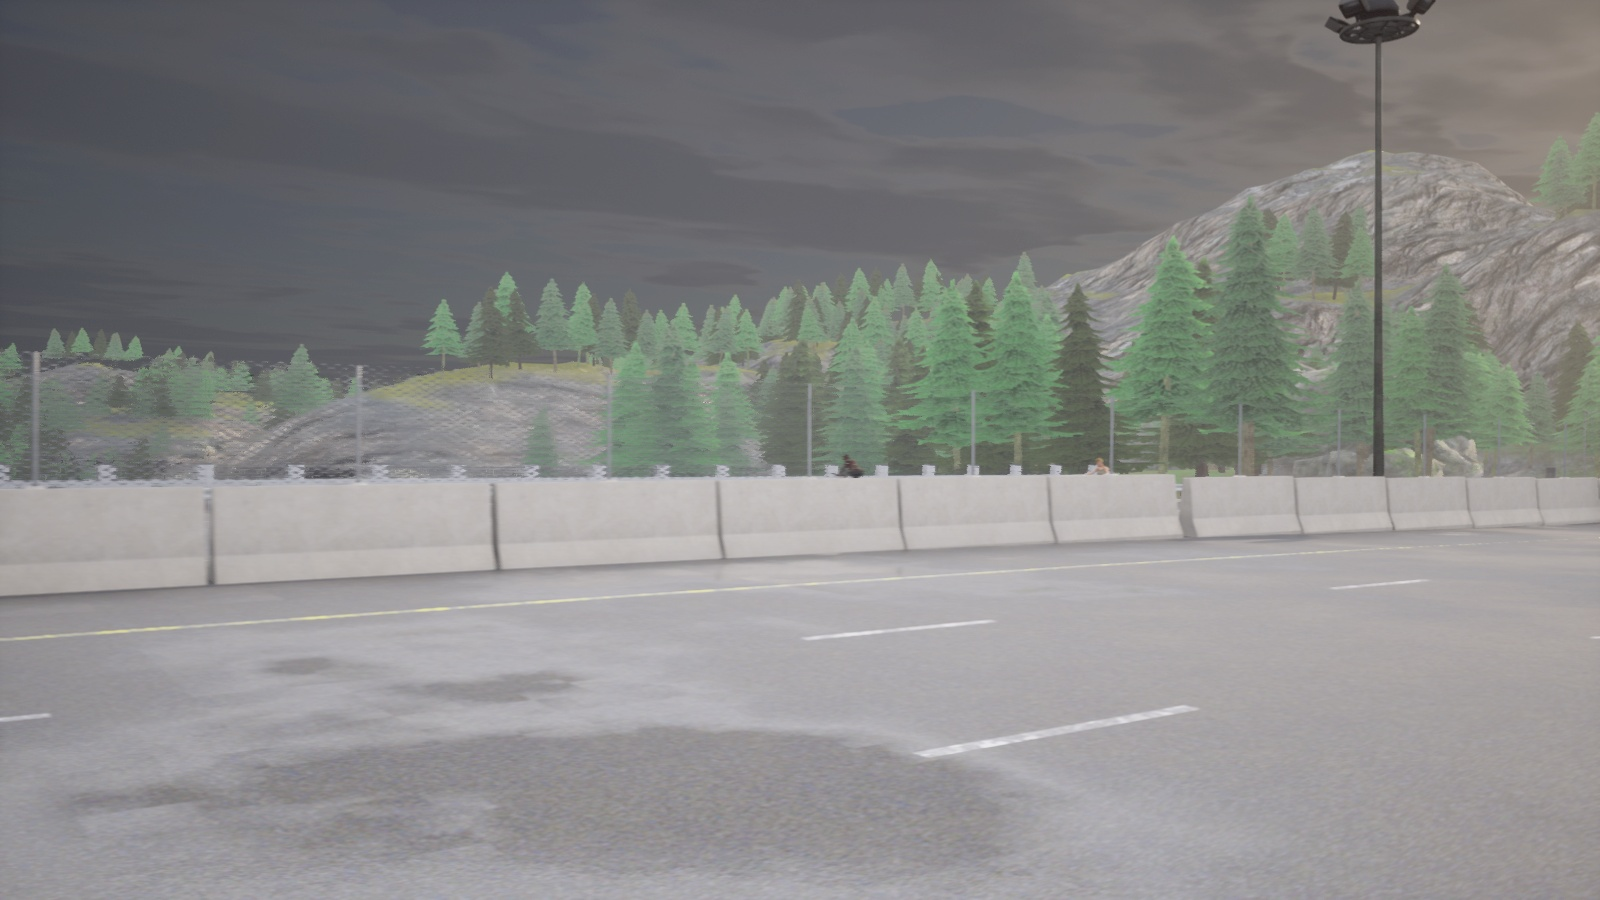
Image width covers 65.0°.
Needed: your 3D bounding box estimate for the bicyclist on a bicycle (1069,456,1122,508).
[{"bbox_3d":[9.434,1.011,40.080,1.509,1.612,0.866,1,-1,-35],"label":"bicyclist on a bicycle"}]
